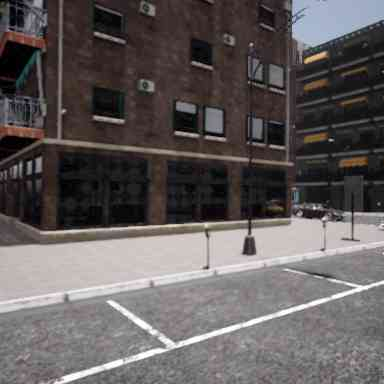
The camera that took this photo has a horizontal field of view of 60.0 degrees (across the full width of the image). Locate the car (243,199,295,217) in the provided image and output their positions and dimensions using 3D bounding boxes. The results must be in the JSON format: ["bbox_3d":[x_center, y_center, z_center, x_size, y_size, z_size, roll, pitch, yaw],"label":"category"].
[{"bbox_3d":[7.177,1.505,31.507,1.752,1.417,4.829,2,0,-36],"label":"car"}]

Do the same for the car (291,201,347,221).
[{"bbox_3d":[10.356,1.607,27.146,2.008,1.369,4.403,2,0,-36],"label":"car"}]

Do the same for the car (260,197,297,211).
[{"bbox_3d":[10.588,1.441,41.055,1.967,1.590,4.097,2,0,-36],"label":"car"}]
